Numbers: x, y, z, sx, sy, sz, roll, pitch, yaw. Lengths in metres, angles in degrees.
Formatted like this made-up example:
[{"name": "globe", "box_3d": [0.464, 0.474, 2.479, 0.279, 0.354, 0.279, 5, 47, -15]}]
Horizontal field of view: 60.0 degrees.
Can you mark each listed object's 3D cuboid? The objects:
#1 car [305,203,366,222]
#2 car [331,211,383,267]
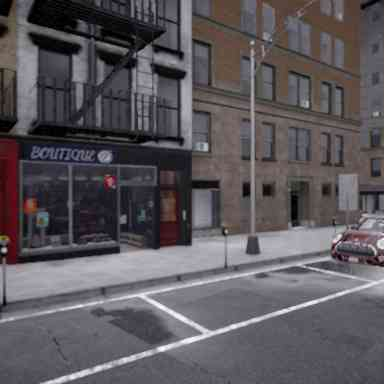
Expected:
[{"name": "car", "box_3d": [13.374, 1.871, 31.283, 1.882, 1.535, 5.008, 0, 0, -37]}, {"name": "car", "box_3d": [6.482, 1.525, 11.179, 4.097, 1.590, 1.967, 1, -1, -36]}]
